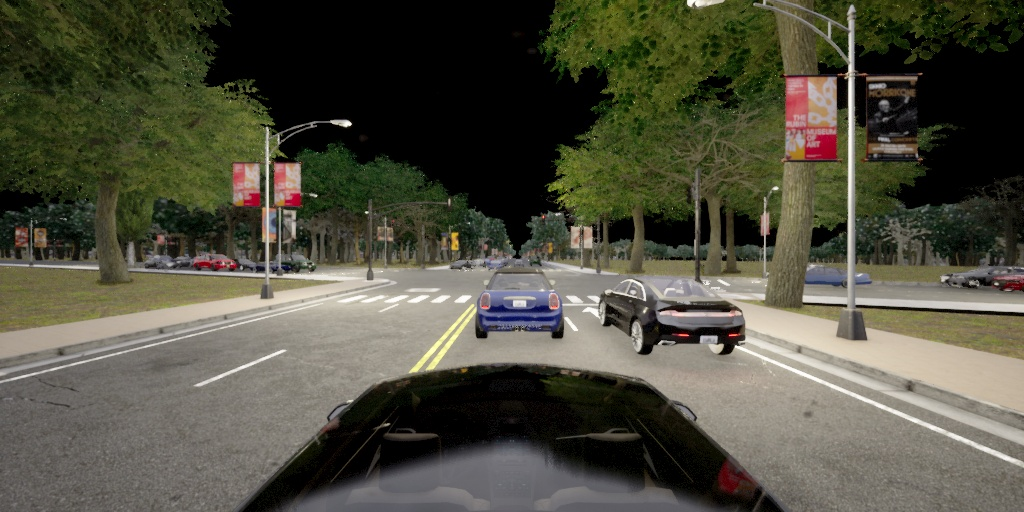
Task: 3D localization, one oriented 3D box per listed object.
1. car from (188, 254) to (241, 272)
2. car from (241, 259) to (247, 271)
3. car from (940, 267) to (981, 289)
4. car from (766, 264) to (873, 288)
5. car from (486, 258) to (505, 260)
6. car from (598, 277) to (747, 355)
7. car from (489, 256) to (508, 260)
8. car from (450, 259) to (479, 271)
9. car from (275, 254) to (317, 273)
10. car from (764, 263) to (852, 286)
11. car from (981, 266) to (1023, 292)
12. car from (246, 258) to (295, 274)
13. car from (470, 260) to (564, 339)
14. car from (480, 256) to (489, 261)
[{"bbox_3d":[-35.576,0.794,42.891,5.566,2.045,2.150,0,0,24],"label":"car"},{"bbox_3d":[-34.648,1.074,46.044,4.892,1.490,1.837,0,0,24],"label":"car"},{"bbox_3d":[31.846,1.429,23.600,4.902,1.511,2.128,0,0,24],"label":"car"},{"bbox_3d":[21.169,1.429,24.841,5.357,1.411,2.033,0,0,21],"label":"car"},{"bbox_3d":[-2.197,1.280,47.549,1.812,1.442,4.674,0,0,-3],"label":"car"},{"bbox_3d":[3.438,1.241,8.663,2.128,1.511,4.902,0,0,0],"label":"car"},{"bbox_3d":[-2.259,1.248,59.596,2.128,1.511,4.902,0,0,1],"label":"car"},{"bbox_3d":[-6.750,1.260,49.115,1.837,1.490,4.892,1,0,19],"label":"car"},{"bbox_3d":[-25.491,0.840,41.944,5.566,2.045,2.150,0,0,24],"label":"car"},{"bbox_3d":[22.638,1.373,27.710,4.902,1.511,2.128,0,0,26],"label":"car"},{"bbox_3d":[31.170,1.421,20.344,5.008,1.535,1.882,1,0,24],"label":"car"},{"bbox_3d":[-25.988,1.225,38.588,4.718,1.301,1.895,0,0,27],"label":"car"},{"bbox_3d":[0.203,1.102,10.254,2.097,1.767,4.553,0,0,1],"label":"car"},{"bbox_3d":[-5.484,1.248,60.722,2.128,1.511,4.902,0,0,1],"label":"car"}]
